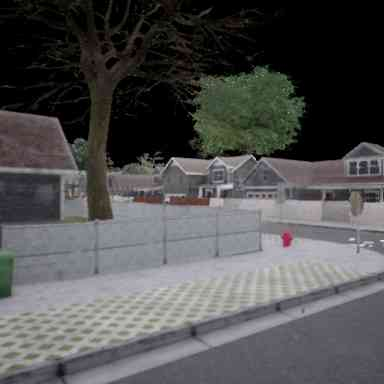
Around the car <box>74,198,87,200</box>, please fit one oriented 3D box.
[{"bbox_3d":[-16.144,1.635,48.704,1.882,1.535,5.008,1,0,-36],"label":"car"}]
